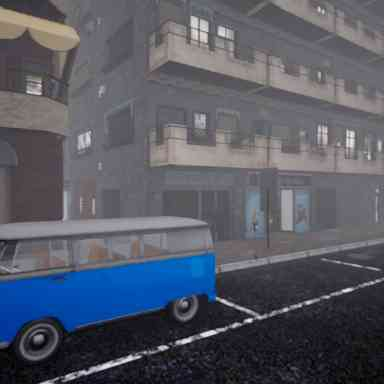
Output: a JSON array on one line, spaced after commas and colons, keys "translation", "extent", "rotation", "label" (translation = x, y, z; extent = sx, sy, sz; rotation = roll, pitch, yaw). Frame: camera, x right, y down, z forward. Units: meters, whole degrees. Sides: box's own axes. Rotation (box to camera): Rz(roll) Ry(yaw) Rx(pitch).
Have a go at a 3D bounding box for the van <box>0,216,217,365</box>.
[{"translation": [-1.467, 1.343, 5.522], "extent": [3.998, 1.788, 1.690], "rotation": [0, 0, -35], "label": "van"}]
